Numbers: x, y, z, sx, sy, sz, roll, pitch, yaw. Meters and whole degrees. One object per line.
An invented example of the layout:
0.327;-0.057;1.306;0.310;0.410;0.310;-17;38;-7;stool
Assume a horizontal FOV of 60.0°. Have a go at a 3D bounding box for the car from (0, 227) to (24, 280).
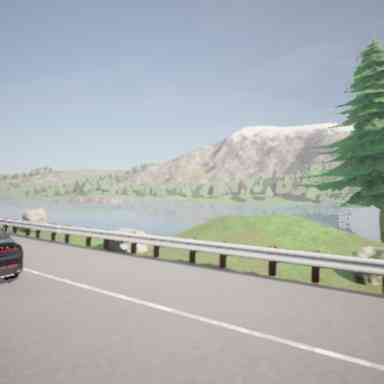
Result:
-6.296;1.517;8.813;4.892;1.490;1.837;0;0;38;car
